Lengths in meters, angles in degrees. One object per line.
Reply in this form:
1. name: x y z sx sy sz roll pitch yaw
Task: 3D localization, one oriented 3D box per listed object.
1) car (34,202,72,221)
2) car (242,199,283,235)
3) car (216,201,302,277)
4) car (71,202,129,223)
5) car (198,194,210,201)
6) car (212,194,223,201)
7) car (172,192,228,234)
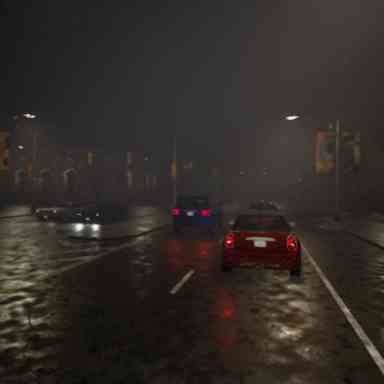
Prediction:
1. car: -9.931 1.458 25.782 1.895 1.301 4.718 0 0 12
2. car: 4.218 1.335 19.826 2.097 1.767 4.553 0 0 12
3. car: 2.198 1.343 10.582 2.097 1.767 4.553 0 0 12
4. car: -6.495 1.433 25.105 2.033 1.411 5.357 0 0 12
5. car: 3.056 1.338 84.568 2.128 1.511 4.902 0 0 12
6. car: 6.475 1.367 83.820 2.128 1.511 4.902 0 0 12
7. car: 0.485 1.177 19.117 2.150 2.045 5.566 0 0 13
